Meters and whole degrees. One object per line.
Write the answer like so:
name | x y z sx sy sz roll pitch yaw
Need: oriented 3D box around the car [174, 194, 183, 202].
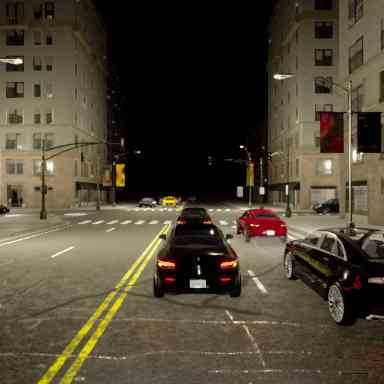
car | -3.128 1.350 78.165 2.097 1.767 4.553 0 0 0

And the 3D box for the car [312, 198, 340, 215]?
car | 14.814 1.409 34.384 4.553 1.767 2.097 0 0 1

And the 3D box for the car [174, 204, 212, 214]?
car | 0.125 1.529 17.334 1.812 1.442 4.674 0 0 0

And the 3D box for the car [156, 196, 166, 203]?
car | -6.392 1.544 69.016 1.812 1.442 4.674 0 0 0

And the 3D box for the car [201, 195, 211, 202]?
car | 3.372 1.553 78.062 2.033 1.411 5.357 0 0 0

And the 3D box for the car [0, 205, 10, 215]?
car | -19.709 1.547 31.626 4.181 1.385 1.994 0 0 1

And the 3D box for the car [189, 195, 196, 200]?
car | 0.139 1.438 88.487 1.994 1.385 4.181 0 0 0

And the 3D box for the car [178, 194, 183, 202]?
car | -3.155 1.370 68.204 2.097 1.767 4.553 0 0 0

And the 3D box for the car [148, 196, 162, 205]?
car | -6.487 1.522 58.864 1.837 1.490 4.892 0 0 0

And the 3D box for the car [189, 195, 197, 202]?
car | 0.124 1.609 78.514 1.895 1.301 4.718 0 0 0

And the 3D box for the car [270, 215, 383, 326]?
car | 3.348 1.492 7.027 2.128 1.511 4.902 0 0 1

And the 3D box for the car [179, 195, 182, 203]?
car | -3.237 1.618 58.752 1.895 1.301 4.718 0 0 0

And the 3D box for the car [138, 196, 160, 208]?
car | -6.492 1.563 49.125 2.033 1.411 5.357 0 0 4

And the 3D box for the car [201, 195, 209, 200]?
car | 3.389 1.438 88.482 1.994 1.385 4.181 0 0 0

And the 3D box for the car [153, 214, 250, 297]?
car | 0.109 1.527 8.425 1.812 1.442 4.674 0 0 0

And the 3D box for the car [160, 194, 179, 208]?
car | -3.277 1.493 49.414 1.882 1.535 5.008 0 0 -1

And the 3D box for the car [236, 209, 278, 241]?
car | 3.273 1.528 16.122 1.812 1.442 4.674 0 0 0
